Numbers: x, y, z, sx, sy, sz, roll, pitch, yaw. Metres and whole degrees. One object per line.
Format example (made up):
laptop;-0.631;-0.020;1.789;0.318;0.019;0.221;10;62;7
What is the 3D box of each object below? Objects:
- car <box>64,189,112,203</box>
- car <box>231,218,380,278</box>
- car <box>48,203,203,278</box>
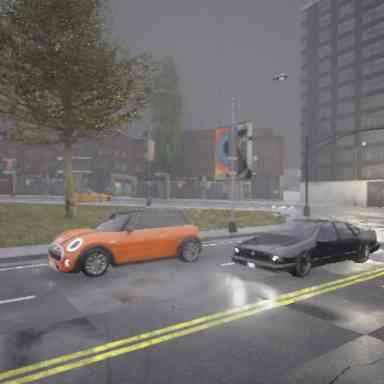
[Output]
car;-10.840;0.441;34.748;5.008;1.535;1.882;2;0;11
car;3.741;1.544;10.304;5.357;1.411;2.033;0;0;-35
car;-1.930;1.350;10.274;4.553;1.767;2.097;0;0;-35
